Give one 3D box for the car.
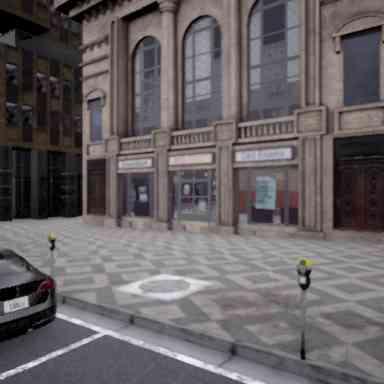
[{"bbox_3d":[-4.179,1.662,5.931,4.313,1.339,1.947,-1,0,35],"label":"car"}]
